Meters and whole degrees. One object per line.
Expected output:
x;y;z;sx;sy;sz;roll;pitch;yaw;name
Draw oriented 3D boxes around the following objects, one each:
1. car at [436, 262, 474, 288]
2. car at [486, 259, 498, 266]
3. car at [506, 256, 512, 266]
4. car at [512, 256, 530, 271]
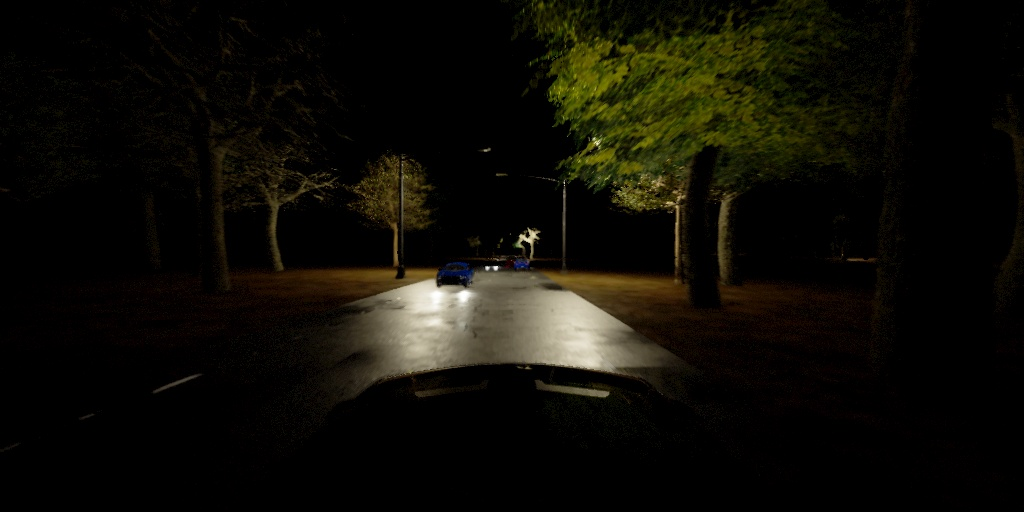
-3.583;1.175;23.205;1.882;1.535;5.008;0;0;0;car
-3.508;1.136;64.217;1.895;1.301;4.718;0;0;0;car
-0.004;0.864;65.353;2.097;1.767;4.553;0;1;0;car
1.222;1.082;44.774;1.882;1.535;5.008;0;0;0;car
